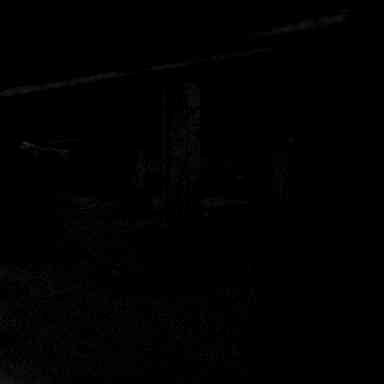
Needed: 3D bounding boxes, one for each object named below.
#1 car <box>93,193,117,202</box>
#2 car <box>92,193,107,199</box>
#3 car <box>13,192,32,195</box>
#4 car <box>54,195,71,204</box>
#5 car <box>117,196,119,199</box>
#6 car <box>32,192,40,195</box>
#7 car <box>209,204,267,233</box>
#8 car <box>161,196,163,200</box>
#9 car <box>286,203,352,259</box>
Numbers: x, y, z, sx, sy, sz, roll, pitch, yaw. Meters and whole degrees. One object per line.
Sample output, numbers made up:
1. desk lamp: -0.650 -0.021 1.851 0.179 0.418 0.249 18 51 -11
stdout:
1. car: -17.031 1.153 64.678 3.633 1.501 1.845 0 0 33
2. car: -24.185 1.082 87.306 3.633 1.501 1.845 0 0 33
3. car: -35.766 0.920 69.201 3.866 1.878 1.905 0 0 33
4. car: -22.559 1.193 56.353 4.514 1.523 2.007 0 0 33
5. car: -19.623 1.124 80.738 3.806 1.475 1.970 0 0 33
6. car: -34.513 0.922 71.855 4.605 1.855 1.932 0 0 33
7. car: 2.874 1.546 20.126 2.242 1.667 4.611 0 0 33
8. car: -4.110 1.102 70.357 5.027 1.636 2.152 0 0 33
9. car: 5.220 1.415 13.390 1.905 1.878 3.866 0 0 33
